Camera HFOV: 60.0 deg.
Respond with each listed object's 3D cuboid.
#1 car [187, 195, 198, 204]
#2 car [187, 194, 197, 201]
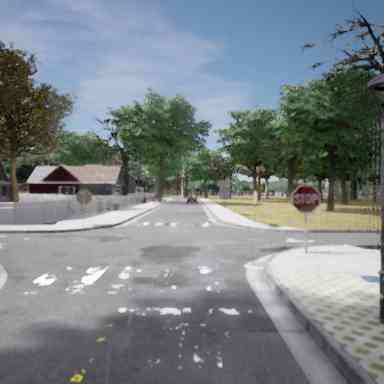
[{"bbox_3d":[0.006,1.307,59.795,1.812,1.442,4.674,0,0,0],"label":"car"},{"bbox_3d":[0.011,1.195,69.833,1.895,1.301,4.718,0,0,0],"label":"car"}]
